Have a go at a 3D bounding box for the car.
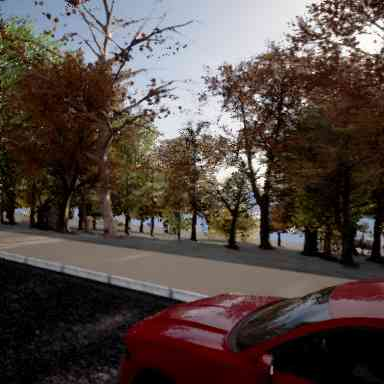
[{"bbox_3d":[1.579,1.478,2.558,5.008,1.535,1.882,0,0,36],"label":"car"}]
